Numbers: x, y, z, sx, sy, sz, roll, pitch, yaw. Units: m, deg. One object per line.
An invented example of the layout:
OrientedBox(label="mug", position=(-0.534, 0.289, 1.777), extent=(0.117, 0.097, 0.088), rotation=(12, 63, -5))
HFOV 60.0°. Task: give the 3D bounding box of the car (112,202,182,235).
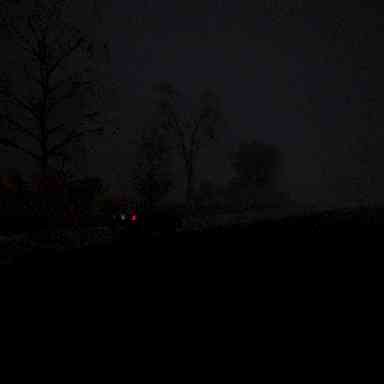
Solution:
OrientedBox(label="car", position=(-2.573, 1.480, 20.122), extent=(2.097, 1.767, 4.553), rotation=(1, 0, 36))
